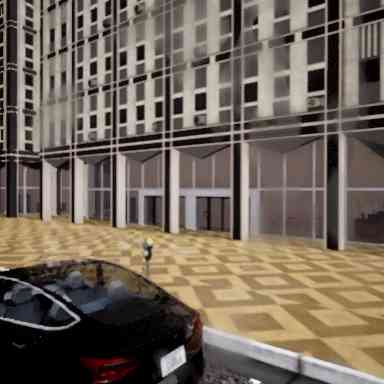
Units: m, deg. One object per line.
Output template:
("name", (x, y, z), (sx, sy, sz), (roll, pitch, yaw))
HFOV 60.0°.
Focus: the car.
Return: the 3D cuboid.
("car", (-1.858, 1.537, 4.207), (4.313, 1.339, 1.947), (1, 0, 36))
